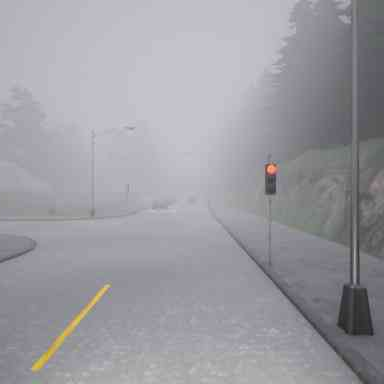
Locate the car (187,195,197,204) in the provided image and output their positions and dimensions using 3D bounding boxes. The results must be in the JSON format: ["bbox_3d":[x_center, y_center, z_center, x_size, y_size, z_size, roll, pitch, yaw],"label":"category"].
[{"bbox_3d":[0.056,1.478,63.492,1.882,1.535,5.008,0,0,0],"label":"car"}]

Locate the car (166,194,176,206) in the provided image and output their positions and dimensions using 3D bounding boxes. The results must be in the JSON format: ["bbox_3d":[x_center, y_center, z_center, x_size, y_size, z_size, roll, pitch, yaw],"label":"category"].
[{"bbox_3d":[-4.128,1.478,53.746,1.882,1.535,5.008,0,0,0],"label":"car"}]

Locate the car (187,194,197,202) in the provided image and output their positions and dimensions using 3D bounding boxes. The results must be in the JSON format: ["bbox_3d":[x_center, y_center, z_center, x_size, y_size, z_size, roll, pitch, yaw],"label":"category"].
[{"bbox_3d":[-0.049,1.355,73.585,2.097,1.767,4.553,0,0,0],"label":"car"}]

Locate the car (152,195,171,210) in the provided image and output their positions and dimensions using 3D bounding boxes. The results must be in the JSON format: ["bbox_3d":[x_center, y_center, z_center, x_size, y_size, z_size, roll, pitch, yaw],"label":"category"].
[{"bbox_3d":[-4.115,1.526,43.455,1.812,1.442,4.674,0,0,0],"label":"car"}]

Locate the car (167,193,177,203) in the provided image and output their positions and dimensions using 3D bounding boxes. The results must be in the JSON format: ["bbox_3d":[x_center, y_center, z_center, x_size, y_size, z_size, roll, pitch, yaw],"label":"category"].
[{"bbox_3d":[-4.086,1.221,64.426,2.150,2.045,5.566,0,0,0],"label":"car"}]
